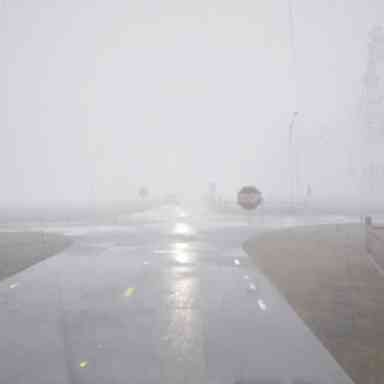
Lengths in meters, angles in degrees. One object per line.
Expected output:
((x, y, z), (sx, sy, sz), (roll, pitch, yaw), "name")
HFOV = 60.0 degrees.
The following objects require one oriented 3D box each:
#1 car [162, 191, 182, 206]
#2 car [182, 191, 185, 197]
((-2.740, 0.848, 44.006), (2.097, 1.767, 4.553), (0, 0, 0), "car")
((-2.735, 0.515, 84.393), (1.882, 1.535, 5.008), (0, 0, 0), "car")
